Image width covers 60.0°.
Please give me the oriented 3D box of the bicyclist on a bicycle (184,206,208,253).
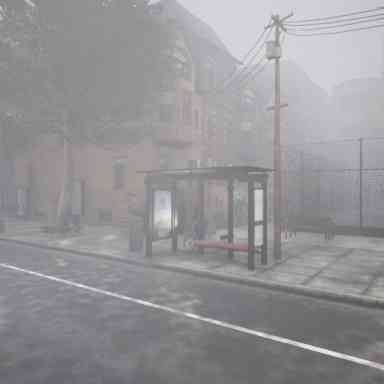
[{"bbox_3d":[0.227,1.339,11.917,0.582,1.620,1.656,0,-4,35],"label":"bicyclist on a bicycle"}]
